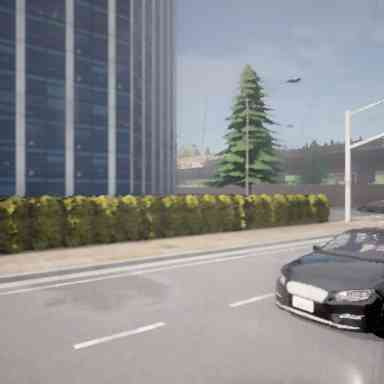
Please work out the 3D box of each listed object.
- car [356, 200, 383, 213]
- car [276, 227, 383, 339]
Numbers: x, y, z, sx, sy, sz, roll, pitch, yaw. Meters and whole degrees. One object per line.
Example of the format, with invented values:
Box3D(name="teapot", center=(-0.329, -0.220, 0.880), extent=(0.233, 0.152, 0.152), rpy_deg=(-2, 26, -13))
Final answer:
Box3D(name="car", center=(18.781, 1.503, 33.291), extent=(1.994, 1.385, 4.181), rpy_deg=(0, 0, -33))
Box3D(name="car", center=(3.745, 1.492, 6.617), extent=(4.902, 1.511, 2.128), rpy_deg=(0, 0, -35))
